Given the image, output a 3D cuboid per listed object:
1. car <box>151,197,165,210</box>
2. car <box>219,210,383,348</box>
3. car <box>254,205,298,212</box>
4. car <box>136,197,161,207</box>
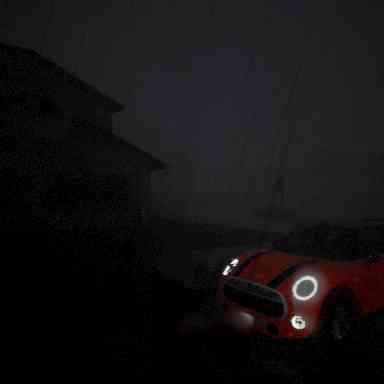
[{"bbox_3d":[-5.016,1.564,41.231,1.994,1.385,4.181,0,0,-35],"label":"car"},{"bbox_3d":[2.693,1.352,6.398,4.553,1.767,2.097,0,0,-34],"label":"car"},{"bbox_3d":[6.864,1.601,24.388,1.895,1.301,4.718,0,0,-35],"label":"car"},{"bbox_3d":[-6.751,1.526,50.831,1.812,1.442,4.674,0,0,-36],"label":"car"}]
